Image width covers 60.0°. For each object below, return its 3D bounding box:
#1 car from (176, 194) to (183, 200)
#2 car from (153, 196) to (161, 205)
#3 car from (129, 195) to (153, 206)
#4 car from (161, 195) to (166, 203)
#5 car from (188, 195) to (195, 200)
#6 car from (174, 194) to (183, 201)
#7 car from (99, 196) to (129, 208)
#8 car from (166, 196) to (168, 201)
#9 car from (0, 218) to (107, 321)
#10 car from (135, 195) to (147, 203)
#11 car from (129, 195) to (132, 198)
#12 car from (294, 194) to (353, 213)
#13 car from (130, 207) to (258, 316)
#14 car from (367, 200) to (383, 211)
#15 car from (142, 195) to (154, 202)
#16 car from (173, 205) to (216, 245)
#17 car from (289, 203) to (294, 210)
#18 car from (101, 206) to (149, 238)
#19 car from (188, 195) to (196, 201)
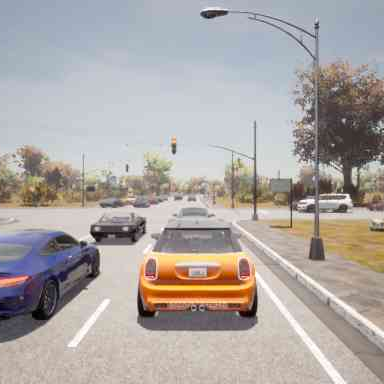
[{"bbox_3d":[-3.505,1.374,95.025,1.812,1.442,4.674,0,0,1],"label":"car"},{"bbox_3d":[-7.107,1.477,58.515,1.882,1.535,5.008,0,0,0],"label":"car"},{"bbox_3d":[-7.122,1.506,46.833,1.837,1.490,4.892,0,0,0],"label":"car"},{"bbox_3d":[-7.036,1.596,69.090,1.895,1.301,4.718,0,0,0],"label":"car"},{"bbox_3d":[-0.007,1.595,94.785,1.895,1.301,4.718,0,0,1],"label":"car"},{"bbox_3d":[-3.540,1.492,84.617,1.837,1.490,4.892,0,0,0],"label":"car"},{"bbox_3d":[-11.313,1.547,47.518,2.033,1.411,5.357,0,0,10],"label":"car"},{"bbox_3d":[-7.042,1.525,82.348,2.128,1.511,4.902,0,0,0],"label":"car"},{"bbox_3d":[-3.404,1.526,7.180,1.812,1.442,4.674,0,0,0],"label":"car"},{"bbox_3d":[-10.537,1.478,69.158,1.882,1.535,5.008,0,0,0],"label":"car"},{"bbox_3d":[-10.607,1.352,58.720,2.097,1.767,4.553,0,0,0],"label":"car"},{"bbox_3d":[14.447,1.221,36.110,5.566,2.045,2.150,0,0,3],"label":"car"},{"bbox_3d":[0.096,1.352,7.647,2.097,1.767,4.553,0,0,0],"label":"car"},{"bbox_3d":[22.954,1.556,39.160,4.181,1.385,1.994,0,0,3],"label":"car"},{"bbox_3d":[-10.541,1.525,79.440,2.128,1.511,4.902,0,0,0],"label":"car"},{"bbox_3d":[0.091,1.505,16.605,1.837,1.490,4.892,0,0,0],"label":"car"},{"bbox_3d":[14.064,1.505,39.639,4.892,1.490,1.837,0,0,3],"label":"car"},{"bbox_3d":[-3.409,1.601,16.338,1.895,1.301,4.718,0,0,0],"label":"car"},{"bbox_3d":[-0.042,1.552,82.247,1.994,1.385,4.181,0,0,0],"label":"car"}]
